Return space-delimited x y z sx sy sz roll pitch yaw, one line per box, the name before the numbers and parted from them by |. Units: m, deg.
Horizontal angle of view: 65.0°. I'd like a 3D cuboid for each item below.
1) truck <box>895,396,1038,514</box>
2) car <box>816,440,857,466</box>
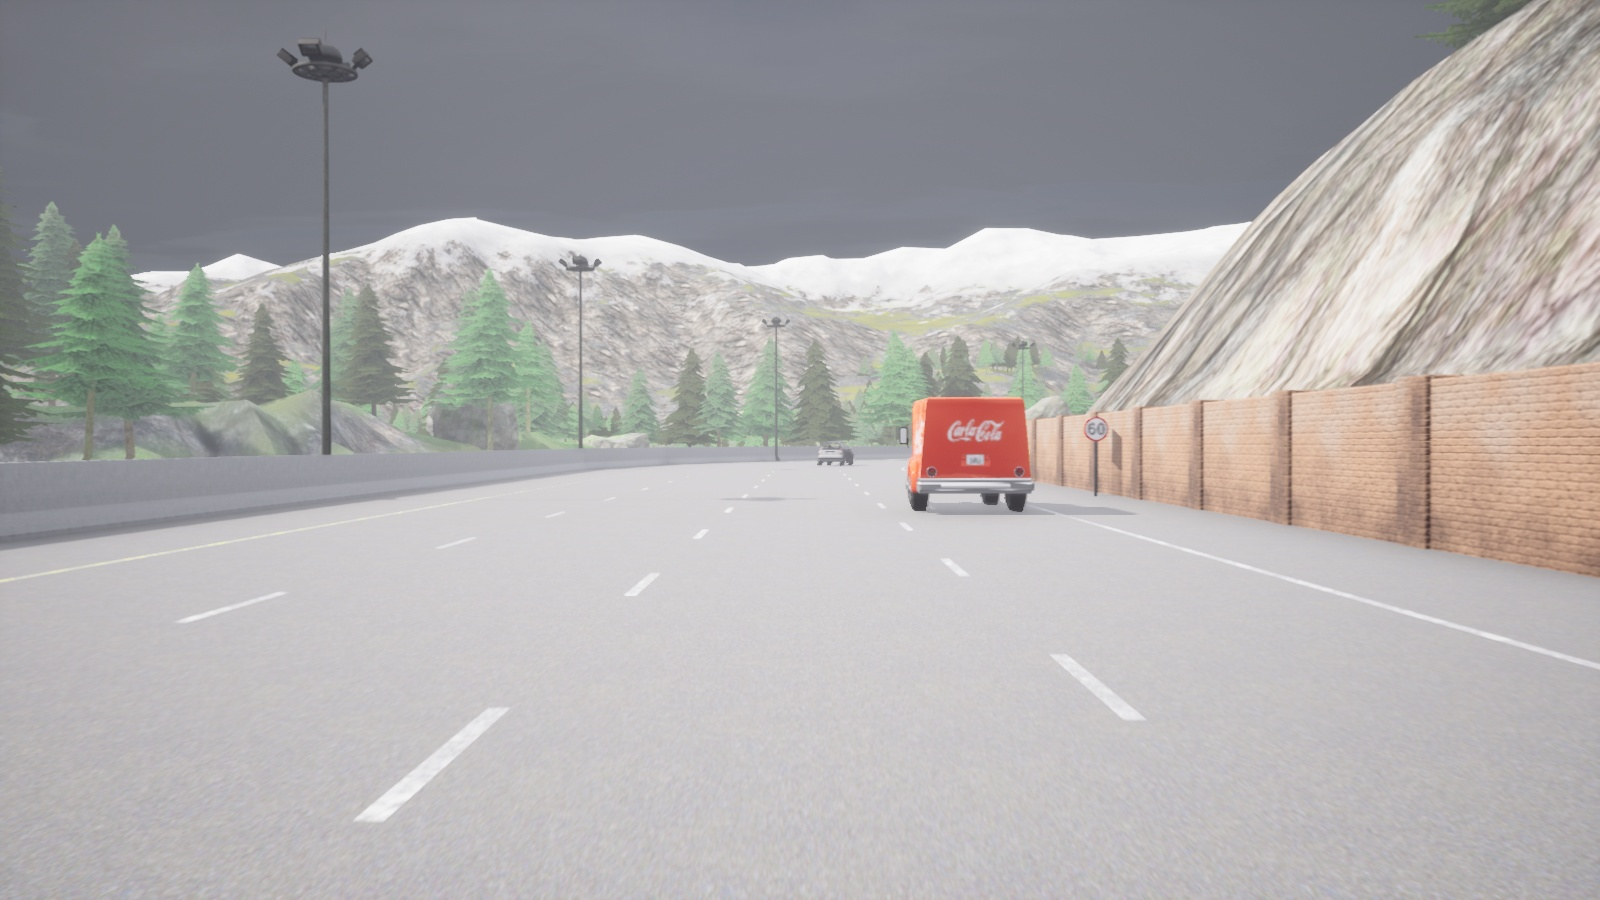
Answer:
truck | 3.675 0.097 28.828 2.627 2.467 5.204 0 0 0
car | 2.449 0.181 82.668 1.851 1.617 3.988 0 0 14
